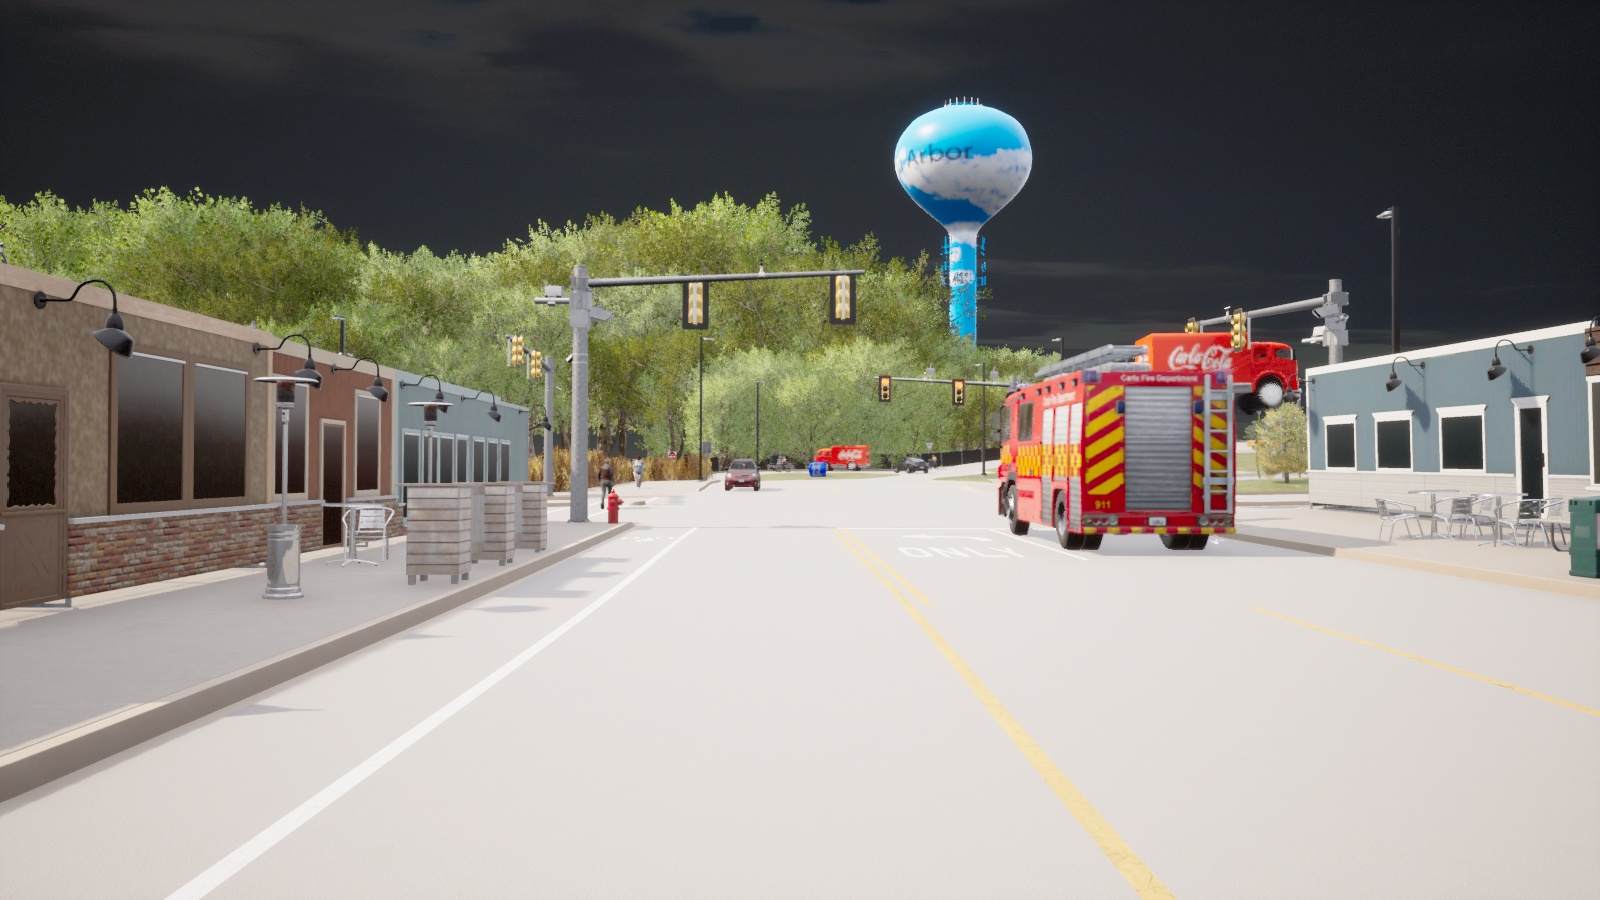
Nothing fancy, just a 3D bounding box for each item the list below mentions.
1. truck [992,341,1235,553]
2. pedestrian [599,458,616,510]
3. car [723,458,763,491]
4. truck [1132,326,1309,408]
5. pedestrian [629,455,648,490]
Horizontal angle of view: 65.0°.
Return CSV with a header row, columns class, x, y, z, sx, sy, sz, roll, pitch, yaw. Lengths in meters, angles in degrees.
class,x,y,z,sx,sy,sz,roll,pitch,yaw
truck,6.337,-0.012,27.028,2.891,3.827,8.468,0,-1,-1
pedestrian,-6.906,1.220,45.105,0.376,1.854,0.720,0,-1,10
car,-2.920,1.248,64.968,1.851,1.617,3.988,0,1,0
truck,14.470,-2.841,43.501,5.204,2.467,2.627,-1,-3,0
pedestrian,-8.559,1.204,66.554,0.874,1.855,0.900,0,-1,-2
